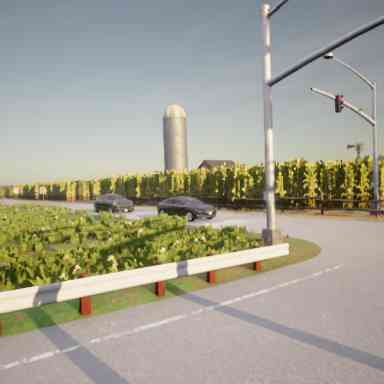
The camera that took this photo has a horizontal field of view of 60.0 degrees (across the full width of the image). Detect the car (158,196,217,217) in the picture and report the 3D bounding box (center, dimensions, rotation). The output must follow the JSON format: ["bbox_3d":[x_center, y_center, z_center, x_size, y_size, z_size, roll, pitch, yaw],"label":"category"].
[{"bbox_3d":[-0.451,1.079,22.214,1.837,1.490,4.892,-4,2,-40],"label":"car"}]

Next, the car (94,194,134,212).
[{"bbox_3d":[-7.088,0.966,30.031,2.097,1.767,4.553,-3,2,-40],"label":"car"}]
